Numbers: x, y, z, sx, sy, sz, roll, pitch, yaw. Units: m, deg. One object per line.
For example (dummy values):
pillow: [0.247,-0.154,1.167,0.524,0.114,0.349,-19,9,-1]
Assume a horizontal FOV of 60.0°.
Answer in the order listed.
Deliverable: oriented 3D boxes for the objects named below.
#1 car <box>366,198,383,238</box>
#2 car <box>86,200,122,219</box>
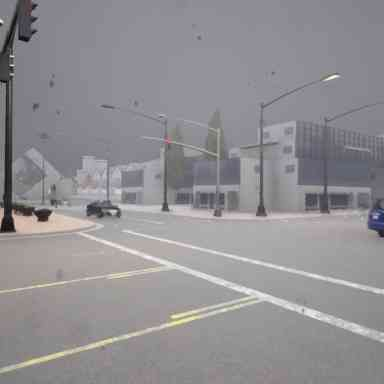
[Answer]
car: [11.412,1.315,16.079,5.566,2.045,2.150,0,0,-5]
car: [-7.742,1.498,28.911,2.128,1.511,4.902,1,0,-35]
